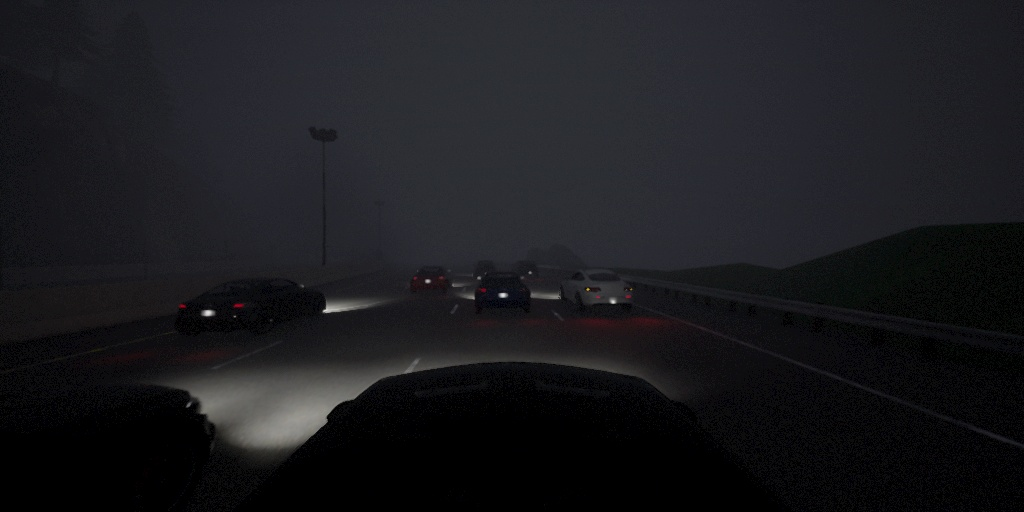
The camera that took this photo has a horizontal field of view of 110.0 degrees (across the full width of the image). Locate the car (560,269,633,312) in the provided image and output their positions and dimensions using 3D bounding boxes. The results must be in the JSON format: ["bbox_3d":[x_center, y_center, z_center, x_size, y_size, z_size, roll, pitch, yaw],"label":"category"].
[{"bbox_3d":[3.100,1.202,13.769,1.812,1.442,4.674,0,0,-3],"label":"car"}]

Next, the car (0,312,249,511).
[{"bbox_3d":[-3.465,1.293,1.106,1.812,1.442,4.674,0,0,0],"label":"car"}]

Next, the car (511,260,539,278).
[{"bbox_3d":[1.131,1.100,31.629,1.837,1.490,4.892,0,0,-8],"label":"car"}]

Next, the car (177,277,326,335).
[{"bbox_3d":[-7.212,1.300,10.411,1.994,1.385,4.181,0,0,-3],"label":"car"}]

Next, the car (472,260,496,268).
[{"bbox_3d":[-2.423,1.114,31.752,1.837,1.490,4.892,0,0,-9],"label":"car"}]

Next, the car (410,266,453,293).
[{"bbox_3d":[-4.439,1.239,20.178,1.994,1.385,4.181,0,0,-5],"label":"car"}]

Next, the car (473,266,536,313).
[{"bbox_3d":[-0.410,1.254,13.844,1.994,1.385,4.181,0,0,-4],"label":"car"}]
